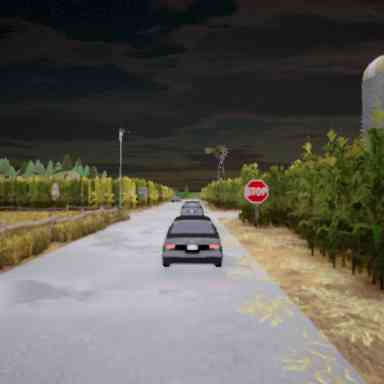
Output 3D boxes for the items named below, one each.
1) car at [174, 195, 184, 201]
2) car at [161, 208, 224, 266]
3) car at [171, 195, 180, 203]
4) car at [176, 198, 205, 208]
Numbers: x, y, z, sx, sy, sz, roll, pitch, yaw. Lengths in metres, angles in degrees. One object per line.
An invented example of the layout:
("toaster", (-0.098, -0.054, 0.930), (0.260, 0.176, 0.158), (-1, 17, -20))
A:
("car", (-3.139, 1.388, 81.241), (2.128, 1.511, 4.902), (0, -1, 0))
("car", (0.022, 1.509, 11.346), (2.033, 1.411, 5.357), (0, 0, 0))
("car", (-3.146, 1.463, 65.867), (1.837, 1.490, 4.892), (0, -1, 0))
("car", (0.008, 1.428, 26.303), (2.033, 1.411, 5.357), (0, 0, 0))
